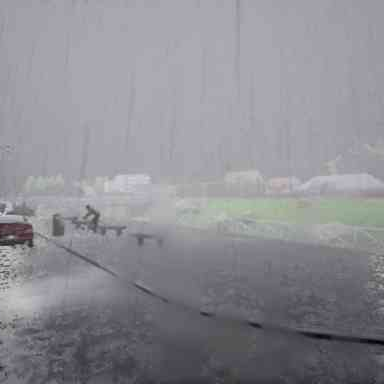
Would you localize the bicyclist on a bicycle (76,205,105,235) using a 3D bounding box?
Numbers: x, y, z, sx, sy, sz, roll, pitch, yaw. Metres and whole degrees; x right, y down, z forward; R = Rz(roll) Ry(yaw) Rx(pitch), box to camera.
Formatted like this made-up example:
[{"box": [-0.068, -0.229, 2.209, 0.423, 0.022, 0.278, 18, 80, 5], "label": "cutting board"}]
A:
[{"box": [-5.587, 1.532, 18.456, 1.656, 1.620, 0.582, -2, 0, -34], "label": "bicyclist on a bicycle"}]

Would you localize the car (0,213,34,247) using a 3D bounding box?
[{"box": [-8.762, 1.728, 15.675, 1.882, 1.535, 5.008, -1, 0, -34], "label": "car"}]
